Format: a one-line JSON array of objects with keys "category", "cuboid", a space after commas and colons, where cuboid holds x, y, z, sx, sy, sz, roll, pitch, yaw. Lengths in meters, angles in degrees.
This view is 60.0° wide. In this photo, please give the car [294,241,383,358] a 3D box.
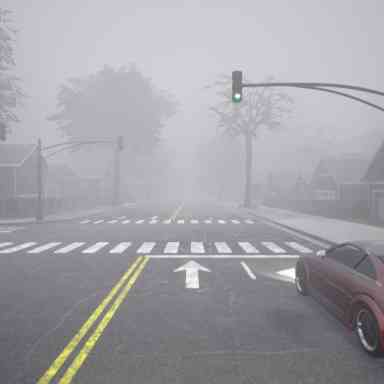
[{"category": "car", "cuboid": [3.341, 1.564, 6.002, 1.994, 1.385, 4.181, 0, 0, 0]}]
